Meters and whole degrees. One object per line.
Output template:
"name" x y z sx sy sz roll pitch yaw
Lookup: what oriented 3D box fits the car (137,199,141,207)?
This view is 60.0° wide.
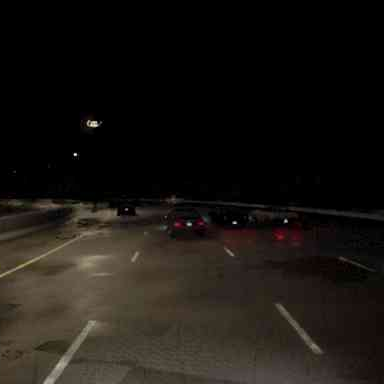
"car" -10.531 1.960 60.510 1.837 1.490 4.892 0 -1 -21

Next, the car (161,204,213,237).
"car" -0.475 1.648 18.767 2.033 1.411 5.357 -1 0 -8

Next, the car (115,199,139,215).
"car" -7.553 1.865 38.141 1.994 1.385 4.181 -1 0 -13

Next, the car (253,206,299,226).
"car" 5.874 1.635 24.133 1.895 1.301 4.718 -1 0 -8

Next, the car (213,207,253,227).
"car" 2.423 1.682 23.369 1.895 1.301 4.718 -1 0 -8

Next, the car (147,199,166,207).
"car" -6.770 1.962 60.173 1.994 1.385 4.181 -1 0 -20

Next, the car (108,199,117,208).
"car" -13.638 1.970 58.726 1.882 1.535 5.008 0 0 -20

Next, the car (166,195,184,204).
"car" -3.219 1.575 61.518 2.150 2.045 5.566 0 0 -21
